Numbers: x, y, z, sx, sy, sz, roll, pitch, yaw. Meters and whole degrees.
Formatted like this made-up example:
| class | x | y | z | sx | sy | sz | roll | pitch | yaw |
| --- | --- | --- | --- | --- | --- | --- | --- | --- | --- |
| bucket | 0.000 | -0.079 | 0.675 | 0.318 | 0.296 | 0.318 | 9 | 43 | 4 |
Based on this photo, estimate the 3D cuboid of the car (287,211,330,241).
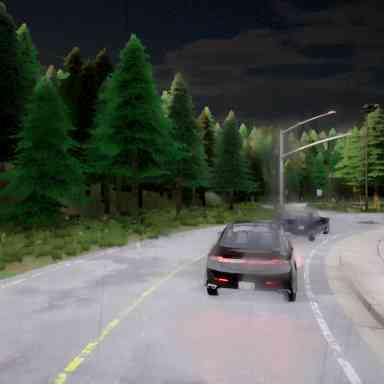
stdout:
| class | x | y | z | sx | sy | sz | roll | pitch | yaw |
| --- | --- | --- | --- | --- | --- | --- | --- | --- | --- |
| car | 5.572 | 1.601 | 16.836 | 1.895 | 1.301 | 4.718 | 0 | 0 | 34 |

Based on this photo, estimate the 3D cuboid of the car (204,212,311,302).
| class | x | y | z | sx | sy | sz | roll | pitch | yaw |
| --- | --- | --- | --- | --- | --- | --- | --- | --- | --- |
| car | 1.588 | 1.492 | 8.400 | 2.128 | 1.511 | 4.902 | 0 | 0 | 14 |
